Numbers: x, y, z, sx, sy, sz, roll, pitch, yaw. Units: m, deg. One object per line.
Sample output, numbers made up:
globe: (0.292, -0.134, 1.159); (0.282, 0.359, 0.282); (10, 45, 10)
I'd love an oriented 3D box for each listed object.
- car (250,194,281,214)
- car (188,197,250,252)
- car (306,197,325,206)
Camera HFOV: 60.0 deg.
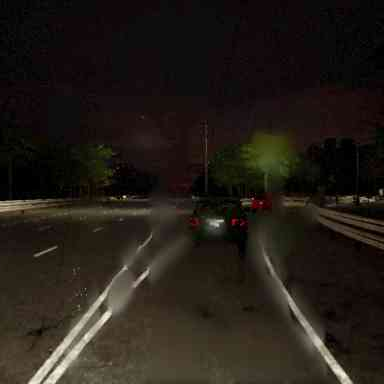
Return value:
car: (8.083, 1.253, 35.878); (2.150, 2.045, 5.566); (0, 0, 25)
car: (1.267, 1.231, 14.164); (2.150, 2.045, 5.566); (0, 0, 10)
car: (20.503, 1.587, 55.078); (1.837, 1.490, 4.892); (-1, -1, 40)
